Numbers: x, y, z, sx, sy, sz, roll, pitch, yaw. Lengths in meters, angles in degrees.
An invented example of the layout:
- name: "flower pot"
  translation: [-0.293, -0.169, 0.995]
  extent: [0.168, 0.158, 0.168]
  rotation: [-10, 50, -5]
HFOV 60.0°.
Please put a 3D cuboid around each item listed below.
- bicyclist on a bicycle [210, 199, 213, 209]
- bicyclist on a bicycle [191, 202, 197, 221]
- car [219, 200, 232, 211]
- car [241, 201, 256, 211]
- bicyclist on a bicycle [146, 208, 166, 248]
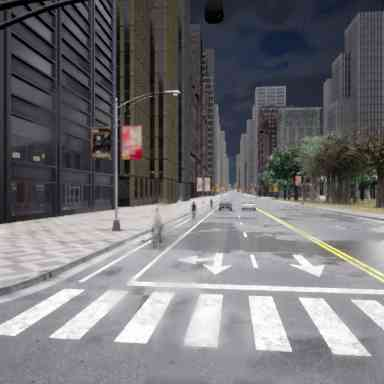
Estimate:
- name: "bicyclist on a bicycle"
  translation: [2.992, 1.847, 51.390]
  extent: [0.582, 1.620, 1.656]
  rotation: [0, 0, 7]
- name: "bicyclist on a bicycle"
  translation: [0.146, 1.626, 27.705]
  extent: [0.582, 1.620, 1.656]
  rotation: [0, 0, 7]
- name: "car"
  translation: [4.852, 1.913, 48.001]
  extent: [2.033, 1.411, 5.357]
  rotation: [0, -1, 7]
- name: "car"
  translation: [8.075, 1.966, 47.583]
  extent: [1.895, 1.301, 4.718]
  rotation: [0, -1, 7]
- name: "bicyclist on a bicycle"
  translation: [-1.472, 1.485, 14.003]
  extent: [0.866, 1.612, 1.509]
  rotation: [0, 0, 7]
